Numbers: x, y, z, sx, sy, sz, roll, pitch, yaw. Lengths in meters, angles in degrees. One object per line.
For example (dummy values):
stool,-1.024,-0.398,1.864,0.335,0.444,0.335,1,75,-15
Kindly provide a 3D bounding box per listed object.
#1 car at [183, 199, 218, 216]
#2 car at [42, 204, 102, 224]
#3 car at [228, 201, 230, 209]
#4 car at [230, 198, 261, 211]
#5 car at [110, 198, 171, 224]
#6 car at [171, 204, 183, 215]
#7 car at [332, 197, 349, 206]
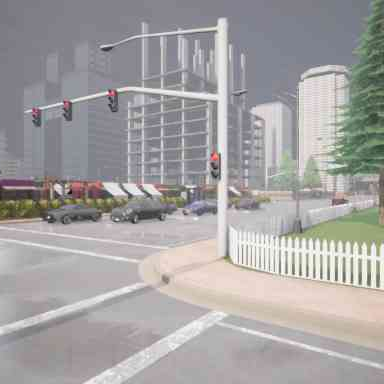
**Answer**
car,0.937,1.526,32.500,1.812,1.442,4.674,0,0,34
car,-8.721,1.564,24.479,1.994,1.385,4.181,0,0,34
car,3.179,1.547,42.082,2.033,1.411,5.357,0,0,34
car,6.994,1.505,41.463,1.837,1.490,4.892,0,0,34
car,-4.008,1.352,25.202,2.097,1.767,4.553,0,0,34
car,-3.546,1.547,32.139,2.033,1.411,5.357,0,0,34
car,23.959,1.478,53.738,1.882,1.535,5.008,0,0,34
